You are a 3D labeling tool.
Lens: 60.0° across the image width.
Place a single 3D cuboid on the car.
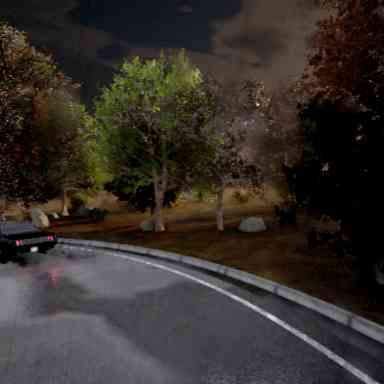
[{"bbox_3d":[-7.629,1.859,13.395,4.718,1.301,1.895,-2,-1,33],"label":"car"}]
